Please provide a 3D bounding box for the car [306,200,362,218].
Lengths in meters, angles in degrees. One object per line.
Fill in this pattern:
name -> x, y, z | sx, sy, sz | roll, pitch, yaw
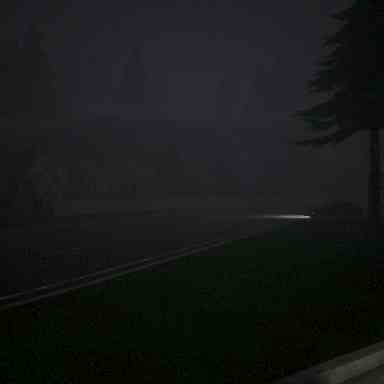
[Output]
car -> 11.552, 1.336, 27.129 | 4.181, 1.385, 1.994 | 0, 0, -1
